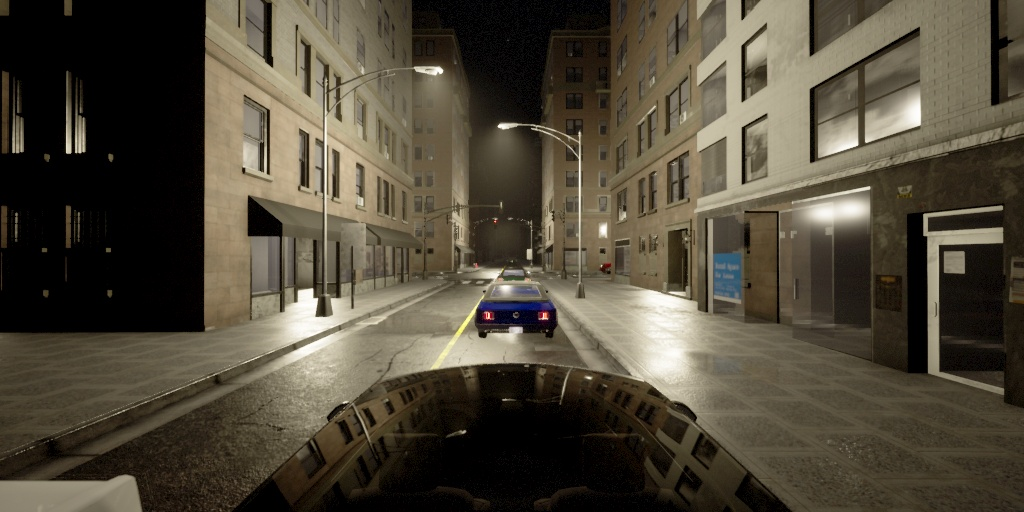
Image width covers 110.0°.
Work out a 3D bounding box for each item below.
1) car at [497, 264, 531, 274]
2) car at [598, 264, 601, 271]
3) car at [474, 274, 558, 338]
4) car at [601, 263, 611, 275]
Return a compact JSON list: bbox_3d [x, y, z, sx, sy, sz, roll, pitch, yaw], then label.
[{"bbox_3d":[0.092,1.321,20.032,1.994,1.385,4.181,0,0,0],"label":"car"},{"bbox_3d":[12.256,1.102,39.928,5.009,1.841,2.192,0,0,0],"label":"car"},{"bbox_3d":[0.099,1.352,10.142,1.895,1.301,4.718,0,0,0],"label":"car"},{"bbox_3d":[12.444,1.324,37.395,5.357,1.411,2.033,0,0,0],"label":"car"}]
